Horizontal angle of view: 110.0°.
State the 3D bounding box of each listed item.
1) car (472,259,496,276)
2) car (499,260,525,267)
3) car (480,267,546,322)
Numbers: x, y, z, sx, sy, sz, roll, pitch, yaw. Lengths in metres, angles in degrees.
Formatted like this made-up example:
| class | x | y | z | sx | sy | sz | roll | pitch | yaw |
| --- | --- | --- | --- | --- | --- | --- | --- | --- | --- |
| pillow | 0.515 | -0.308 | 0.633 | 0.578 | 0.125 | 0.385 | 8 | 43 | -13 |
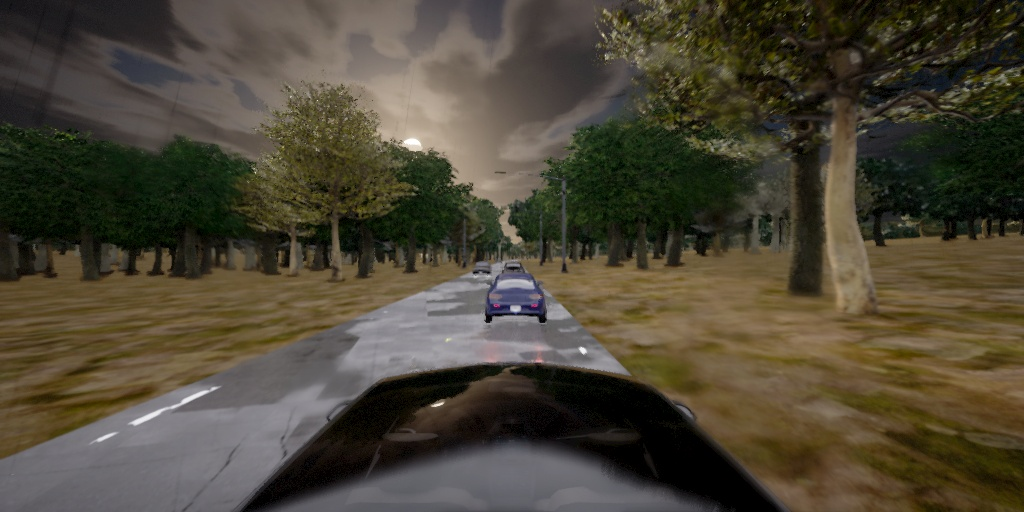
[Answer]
| class | x | y | z | sx | sy | sz | roll | pitch | yaw |
| --- | --- | --- | --- | --- | --- | --- | --- | --- | --- |
| car | -3.088 | 1.295 | 38.130 | 2.033 | 1.411 | 5.357 | 0 | 0 | 0 |
| car | 0.103 | 1.245 | 29.692 | 1.837 | 1.490 | 4.892 | 0 | 0 | 0 |
| car | 0.100 | 1.269 | 12.084 | 1.812 | 1.442 | 4.674 | 0 | 0 | 0 |
